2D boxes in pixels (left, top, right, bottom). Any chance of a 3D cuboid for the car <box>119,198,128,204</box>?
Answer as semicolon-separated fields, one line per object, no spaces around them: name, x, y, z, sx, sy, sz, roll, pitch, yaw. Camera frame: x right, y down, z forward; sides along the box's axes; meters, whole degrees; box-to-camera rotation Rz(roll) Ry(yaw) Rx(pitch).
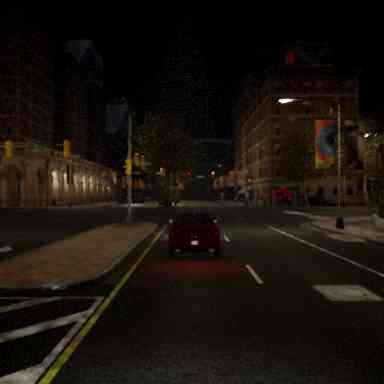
car;-14.914;1.946;73.726;1.895;1.301;4.718;0;0;0

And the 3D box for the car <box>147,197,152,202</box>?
car;-11.697;1.953;87.699;2.033;1.411;5.357;0;0;0

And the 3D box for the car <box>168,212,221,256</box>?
car;0.055;1.541;13.510;1.882;1.535;5.008;0;0;-1

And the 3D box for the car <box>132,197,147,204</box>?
car;-11.661;1.936;72.118;1.895;1.301;4.718;0;0;0
